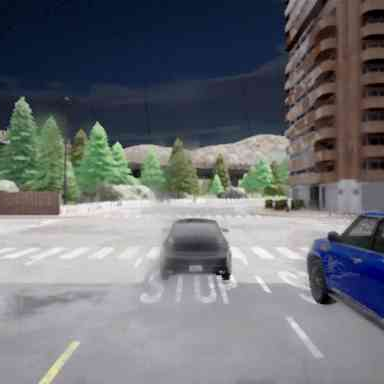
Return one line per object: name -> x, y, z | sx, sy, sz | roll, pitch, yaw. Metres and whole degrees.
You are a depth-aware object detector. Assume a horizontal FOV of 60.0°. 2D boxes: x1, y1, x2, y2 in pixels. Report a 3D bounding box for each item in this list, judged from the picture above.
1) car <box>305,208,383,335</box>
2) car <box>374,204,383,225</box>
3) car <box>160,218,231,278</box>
car -> 3.587, 1.245, 5.058 | 2.150, 2.045, 5.566 | 0, 0, 0
car -> 16.446, 1.675, 24.702 | 4.892, 1.490, 1.837 | 0, 0, 0
car -> 0.097, 1.561, 10.262 | 1.837, 1.490, 4.892 | 0, 0, 0
